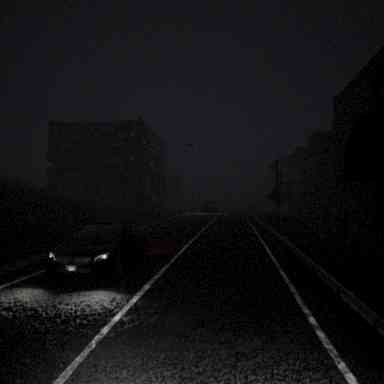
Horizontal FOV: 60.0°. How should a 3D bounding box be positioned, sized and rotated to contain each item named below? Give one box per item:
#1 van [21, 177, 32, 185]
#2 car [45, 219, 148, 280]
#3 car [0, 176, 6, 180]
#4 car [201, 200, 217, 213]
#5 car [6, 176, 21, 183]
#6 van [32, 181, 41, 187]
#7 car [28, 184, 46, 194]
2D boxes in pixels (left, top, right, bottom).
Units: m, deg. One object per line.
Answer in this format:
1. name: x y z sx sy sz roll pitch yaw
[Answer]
1. van: -29.394 -1.547 56.522 1.878 1.987 4.442 1 -4 -8
2. car: -2.664 1.624 10.421 1.812 1.442 4.674 0 -1 7
3. car: -27.890 -1.968 45.414 2.002 1.452 4.674 1 -3 -6
4. car: 2.791 2.260 53.253 2.150 2.045 5.566 0 -1 8
5. car: -28.592 -1.640 50.902 2.002 1.452 4.674 1 -4 -8
6. van: -30.317 -1.177 61.971 1.878 1.987 4.442 1 -4 -9
7. car: -31.323 -0.545 67.307 2.163 1.488 4.792 1 -4 -10
